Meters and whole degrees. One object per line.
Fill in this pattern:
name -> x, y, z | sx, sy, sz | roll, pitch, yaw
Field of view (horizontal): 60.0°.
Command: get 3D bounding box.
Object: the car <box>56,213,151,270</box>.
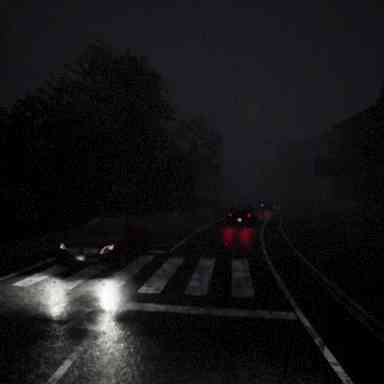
car -> -2.660, 1.488, 11.202 | 1.812, 1.442, 4.674 | 1, 0, 8

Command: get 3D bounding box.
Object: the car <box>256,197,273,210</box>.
car -> 8.727, 1.307, 40.342 | 1.812, 1.442, 4.674 | 1, 1, 17

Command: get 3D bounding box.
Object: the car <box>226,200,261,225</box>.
car -> 3.722, 1.544, 24.121 | 1.895, 1.301, 4.718 | 1, 1, 15
